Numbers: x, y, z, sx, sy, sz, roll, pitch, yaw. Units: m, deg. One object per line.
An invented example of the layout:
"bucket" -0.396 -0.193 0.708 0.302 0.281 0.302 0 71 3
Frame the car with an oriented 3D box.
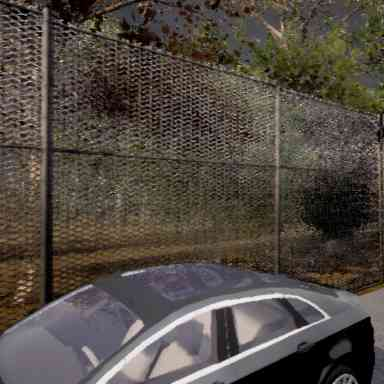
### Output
"car" -0.356 1.493 2.813 4.902 1.511 2.128 0 0 -35
